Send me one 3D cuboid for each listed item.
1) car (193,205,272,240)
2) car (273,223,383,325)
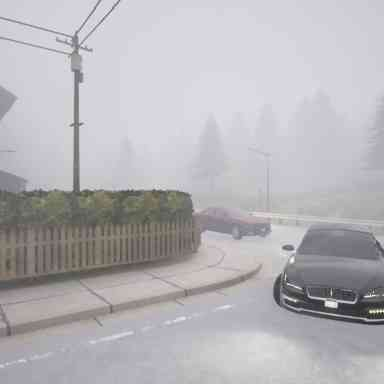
[{"bbox_3d":[1.961,1.478,17.504,1.882,1.535,5.008,0,0,-33],"label":"car"},{"bbox_3d":[3.258,1.505,7.368,1.837,1.490,4.892,0,0,27],"label":"car"}]
